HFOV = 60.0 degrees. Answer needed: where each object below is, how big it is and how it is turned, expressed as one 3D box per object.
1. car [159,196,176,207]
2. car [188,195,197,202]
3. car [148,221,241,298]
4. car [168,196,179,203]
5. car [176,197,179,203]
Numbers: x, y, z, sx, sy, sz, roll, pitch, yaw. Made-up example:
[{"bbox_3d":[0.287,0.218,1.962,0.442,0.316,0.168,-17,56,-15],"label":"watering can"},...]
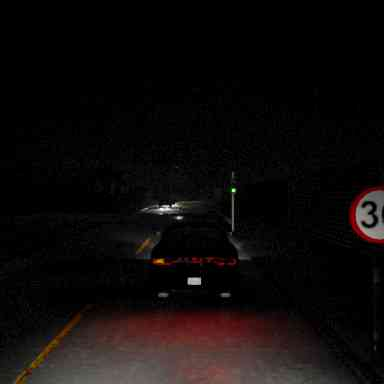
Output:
[{"bbox_3d":[-3.997,1.491,50.872,2.128,1.511,4.902,0,0,0],"label":"car"},{"bbox_3d":[0.138,1.339,71.329,1.812,1.442,4.674,0,0,0],"label":"car"},{"bbox_3d":[0.068,1.478,8.554,1.882,1.535,5.008,0,0,1],"label":"car"},{"bbox_3d":[-3.864,1.595,70.404,1.895,1.301,4.718,0,0,0],"label":"car"},{"bbox_3d":[-3.956,1.492,60.353,2.128,1.511,4.902,0,0,0],"label":"car"}]
